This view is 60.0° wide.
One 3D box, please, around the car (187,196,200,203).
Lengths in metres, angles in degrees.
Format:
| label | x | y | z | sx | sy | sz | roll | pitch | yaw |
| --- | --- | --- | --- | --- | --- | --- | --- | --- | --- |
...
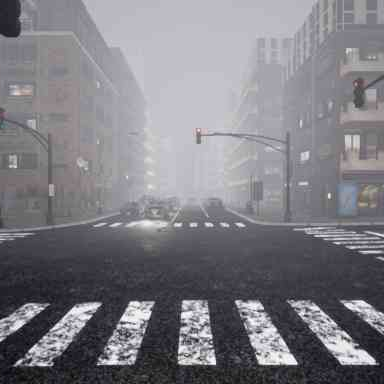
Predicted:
| label | x | y | z | sx | sy | sz | roll | pitch | yaw |
| --- | --- | --- | --- | --- | --- | --- | --- | --- | --- |
| car | -0.036 | 1.539 | 70.608 | 2.128 | 1.511 | 4.902 | 0 | 0 | 0 |

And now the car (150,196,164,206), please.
| label | x | y | z | sx | sy | sz | roll | pitch | yaw |
| --- | --- | --- | --- | --- | --- | --- | --- | --- | --- |
| car | -5.752 | 1.457 | 54.918 | 1.967 | 1.590 | 4.097 | 0 | 0 | 0 |

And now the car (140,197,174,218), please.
| label | x | y | z | sx | sy | sz | roll | pitch | yaw |
| --- | --- | --- | --- | --- | --- | --- | --- | --- | --- |
| car | -3.126 | 1.497 | 30.622 | 2.128 | 1.511 | 4.902 | 0 | 0 | 1 |

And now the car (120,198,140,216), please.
| label | x | y | z | sx | sy | sz | roll | pitch | yaw |
| --- | --- | --- | --- | --- | --- | --- | --- | --- | --- |
| car | -5.726 | 1.572 | 32.188 | 1.947 | 1.339 | 4.313 | 0 | 0 | 0 |

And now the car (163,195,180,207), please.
| label | x | y | z | sx | sy | sz | roll | pitch | yaw |
| --- | --- | --- | --- | --- | --- | --- | --- | --- | --- |
| car | -3.145 | 1.578 | 49.899 | 1.994 | 1.385 | 4.181 | 0 | 0 | 0 |

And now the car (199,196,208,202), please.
| label | x | y | z | sx | sy | sz | roll | pitch | yaw |
| --- | --- | --- | --- | --- | --- | --- | --- | --- | --- |
| car | 2.602 | 1.585 | 77.659 | 2.008 | 1.369 | 4.403 | 0 | 0 | 0 |

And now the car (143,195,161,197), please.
| label | x | y | z | sx | sy | sz | roll | pitch | yaw |
| --- | --- | --- | --- | --- | --- | --- | --- | --- | --- |
| car | -5.739 | 1.326 | 43.553 | 2.192 | 1.841 | 5.009 | 0 | 0 | 0 |

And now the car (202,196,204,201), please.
| label | x | y | z | sx | sy | sz | roll | pitch | yaw |
| --- | --- | --- | --- | --- | --- | --- | --- | --- | --- |
| car | 2.641 | 1.451 | 43.565 | 1.967 | 1.590 | 4.097 | 0 | 0 | 0 |

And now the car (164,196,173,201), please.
| label | x | y | z | sx | sy | sz | roll | pitch | yaw |
| --- | --- | --- | --- | --- | --- | --- | --- | --- | --- |
| car | -5.785 | 1.590 | 83.330 | 2.008 | 1.369 | 4.403 | 0 | 0 | 0 |

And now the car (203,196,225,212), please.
| label | x | y | z | sx | sy | sz | roll | pitch | yaw |
| --- | --- | --- | --- | --- | --- | --- | --- | --- | --- |
| car | 2.647 | 1.449 | 37.882 | 1.967 | 1.590 | 4.097 | 0 | 0 | 0 |

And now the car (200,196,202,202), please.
| label | x | y | z | sx | sy | sz | roll | pitch | yaw |
| --- | --- | --- | --- | --- | --- | --- | --- | --- | --- |
| car | 2.629 | 1.599 | 54.930 | 1.802 | 1.307 | 4.206 | 0 | 0 | 0 |

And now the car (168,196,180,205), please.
| label | x | y | z | sx | sy | sz | roll | pitch | yaw |
| --- | --- | --- | --- | --- | --- | --- | --- | --- | --- |
| car | -3.113 | 1.498 | 59.909 | 1.882 | 1.535 | 5.008 | 0 | 0 | 0 |

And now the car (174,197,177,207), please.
| label | x | y | z | sx | sy | sz | roll | pitch | yaw |
| --- | --- | --- | --- | --- | --- | --- | --- | --- | --- |
| car | -3.144 | 1.610 | 39.921 | 1.895 | 1.301 | 4.718 | 0 | 0 | 0 |

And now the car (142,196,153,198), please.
| label | x | y | z | sx | sy | sz | roll | pitch | yaw |
| --- | --- | --- | --- | --- | --- | --- | --- | --- | --- |
| car | -5.732 | 1.534 | 37.701 | 1.752 | 1.417 | 4.829 | 0 | 0 | 0 |

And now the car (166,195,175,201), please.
| label | x | y | z | sx | sy | sz | roll | pitch | yaw |
| --- | --- | --- | --- | --- | --- | --- | --- | --- | --- |
| car | -5.791 | 1.595 | 89.012 | 2.008 | 1.369 | 4.403 | 0 | 0 | 0 |

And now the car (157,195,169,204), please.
| label | x | y | z | sx | sy | sz | roll | pitch | yaw |
| --- | --- | --- | --- | --- | --- | --- | --- | --- | --- |
| car | -5.765 | 1.465 | 66.284 | 1.967 | 1.590 | 4.097 | 0 | 0 | 0 |
